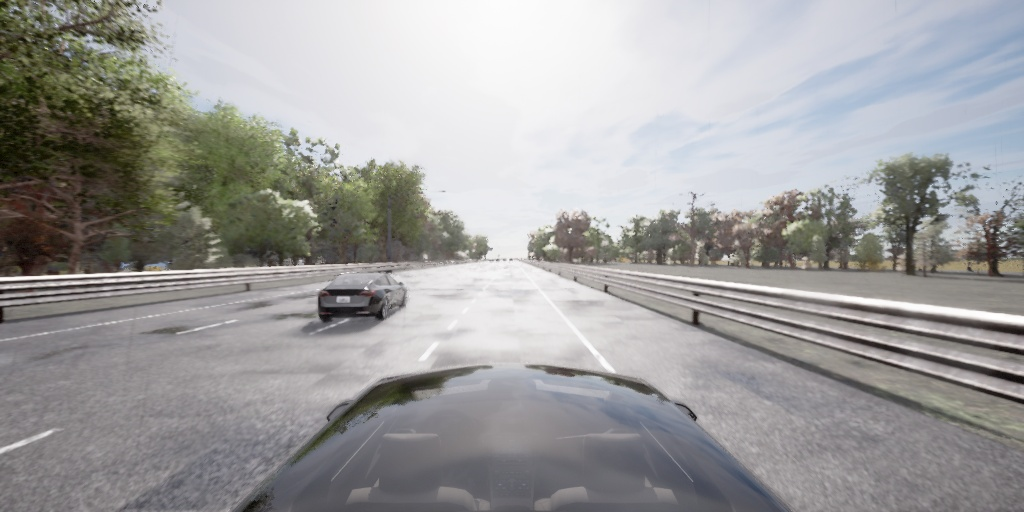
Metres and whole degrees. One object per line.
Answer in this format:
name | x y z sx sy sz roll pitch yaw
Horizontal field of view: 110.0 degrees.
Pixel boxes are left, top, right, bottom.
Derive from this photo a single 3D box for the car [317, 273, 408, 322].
car | -5.077 1.322 12.734 2.163 1.488 4.792 0 0 -5
